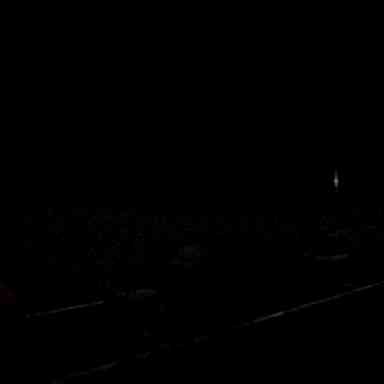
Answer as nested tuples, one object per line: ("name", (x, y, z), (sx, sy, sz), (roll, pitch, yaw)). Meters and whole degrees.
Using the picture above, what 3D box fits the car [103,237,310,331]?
("car", (0.317, 1.626, 6.873), (4.206, 1.307, 1.802), (1, -1, -35))

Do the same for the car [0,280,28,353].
("car", (-4.445, 1.506, 3.480), (4.829, 1.417, 1.752), (1, -1, -35))

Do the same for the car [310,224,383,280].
("car", (4.940, 1.686, 10.167), (4.206, 1.307, 1.802), (1, -1, -35))
